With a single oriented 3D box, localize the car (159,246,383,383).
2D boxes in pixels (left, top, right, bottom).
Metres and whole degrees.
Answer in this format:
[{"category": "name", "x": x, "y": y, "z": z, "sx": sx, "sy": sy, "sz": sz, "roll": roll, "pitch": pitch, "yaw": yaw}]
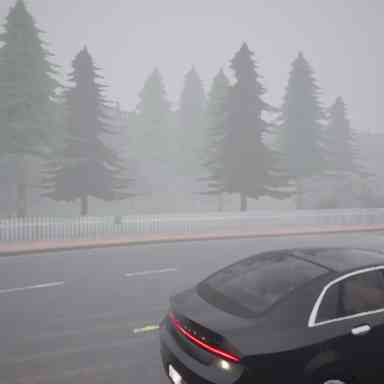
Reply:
[{"category": "car", "x": 2.016, "y": 1.474, "z": 4.241, "sx": 4.892, "sy": 1.490, "sz": 1.837, "roll": -1, "pitch": 1, "yaw": -26}]
